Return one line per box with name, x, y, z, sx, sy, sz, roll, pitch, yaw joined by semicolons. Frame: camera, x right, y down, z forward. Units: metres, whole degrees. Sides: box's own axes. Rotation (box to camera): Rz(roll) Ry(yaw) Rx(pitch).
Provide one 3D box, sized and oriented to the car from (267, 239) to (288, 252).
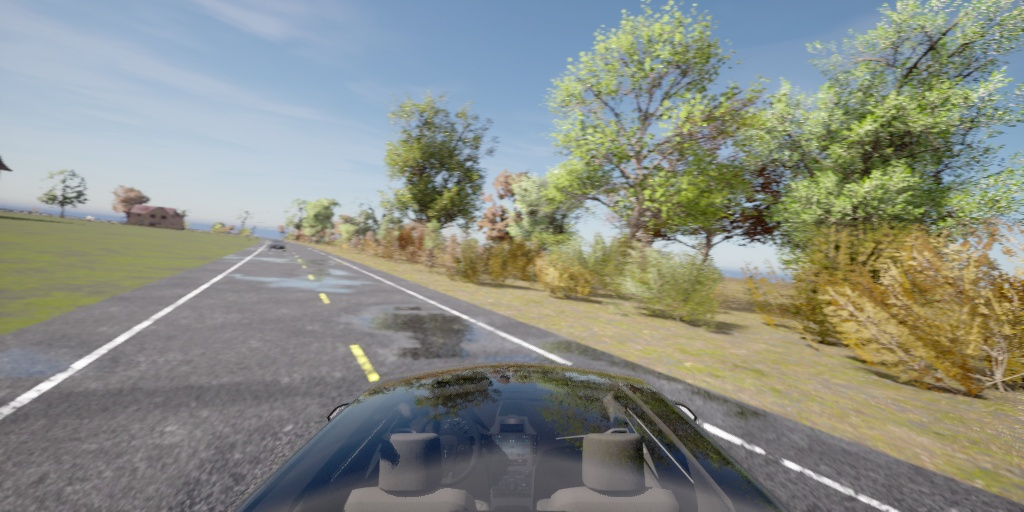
car;-30.109;-1.402;46.040;1.837;1.490;4.892;5;0;-33
